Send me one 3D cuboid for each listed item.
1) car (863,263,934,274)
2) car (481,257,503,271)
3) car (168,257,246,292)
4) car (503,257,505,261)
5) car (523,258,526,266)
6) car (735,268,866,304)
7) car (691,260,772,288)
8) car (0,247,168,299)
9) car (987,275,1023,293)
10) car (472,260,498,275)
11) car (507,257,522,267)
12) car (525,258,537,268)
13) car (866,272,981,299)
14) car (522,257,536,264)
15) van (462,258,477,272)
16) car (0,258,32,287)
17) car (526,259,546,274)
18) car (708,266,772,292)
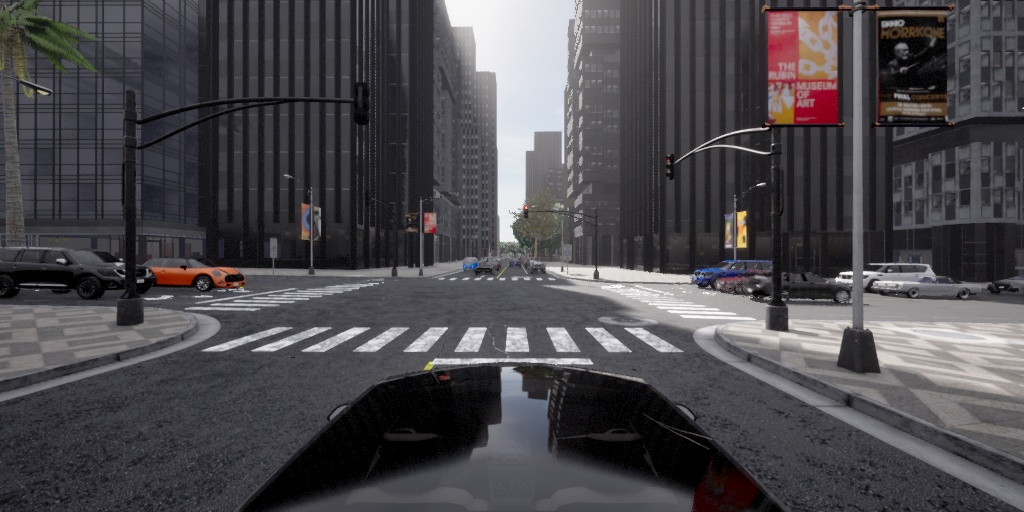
[{"bbox_3d":[25.893,1.488,24.890,5.566,2.045,2.150,1,0,0],"label":"car"},{"bbox_3d":[-2.776,1.113,49.262,2.097,1.767,4.553,0,0,1],"label":"car"},{"bbox_3d":[-16.403,0.835,18.401,4.553,1.767,2.097,1,0,-1],"label":"car"},{"bbox_3d":[-2.666,1.269,59.511,1.837,1.490,4.892,0,0,1],"label":"car"},{"bbox_3d":[3.111,1.312,52.788,2.007,1.370,4.403,0,0,1],"label":"car"},{"bbox_3d":[14.519,1.546,18.242,4.892,1.490,1.837,1,0,0],"label":"car"},{"bbox_3d":[15.536,1.294,24.931,5.566,2.045,2.150,1,0,0],"label":"car"},{"bbox_3d":[-18.490,0.661,15.104,5.566,2.045,2.150,1,0,-2],"label":"car"},{"bbox_3d":[35.934,2.022,24.836,4.181,1.385,1.994,1,0,0],"label":"car"},{"bbox_3d":[-2.886,1.358,38.979,1.895,1.301,4.718,0,0,1],"label":"car"},{"bbox_3d":[0.568,1.118,64.592,2.097,1.767,4.553,0,0,0],"label":"car"},{"bbox_3d":[3.056,1.285,47.445,1.751,1.417,4.829,0,0,1],"label":"car"},{"bbox_3d":[24.830,1.841,21.645,4.718,1.301,1.895,1,0,0],"label":"car"},{"bbox_3d":[3.167,1.078,58.300,2.192,1.841,5.009,0,0,1],"label":"car"},{"bbox_3d":[-5.470,1.101,47.360,1.690,1.789,3.998,0,0,1],"label":"van"},{"bbox_3d":[-28.209,0.801,18.413,4.674,1.442,1.812,1,0,1],"label":"car"},{"bbox_3d":[2.998,1.308,41.762,2.007,1.370,4.403,0,0,1],"label":"car"},{"bbox_3d":[14.849,1.579,21.689,4.674,1.442,1.812,1,0,0],"label":"car"}]
